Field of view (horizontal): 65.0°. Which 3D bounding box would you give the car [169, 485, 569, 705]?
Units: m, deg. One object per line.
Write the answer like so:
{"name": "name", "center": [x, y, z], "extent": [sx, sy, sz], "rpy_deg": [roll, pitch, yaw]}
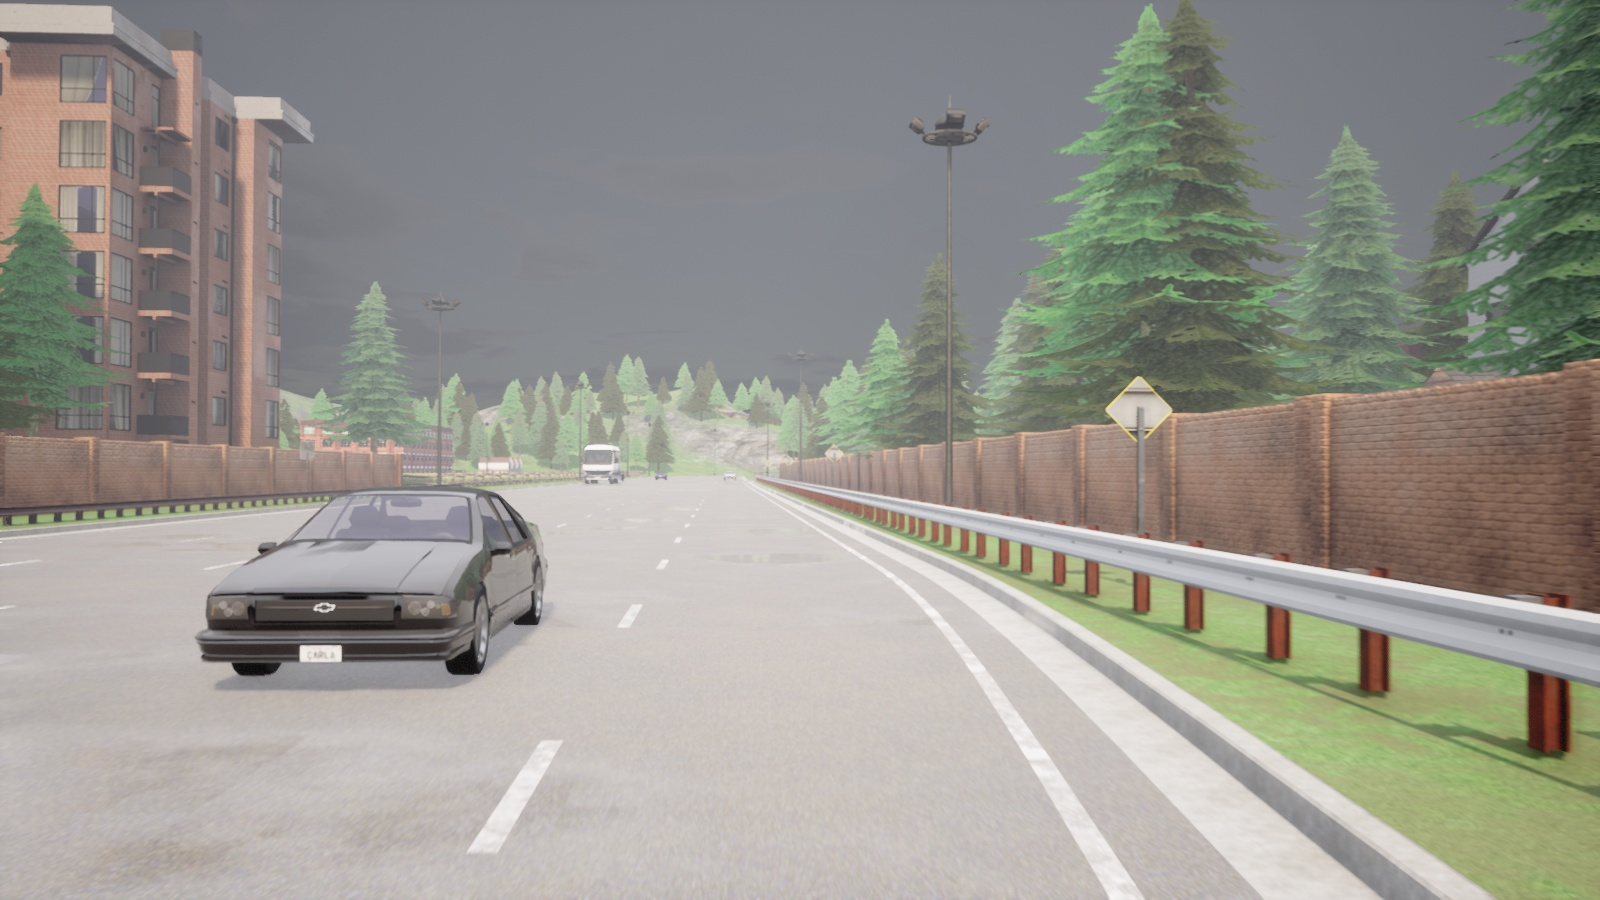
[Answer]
{"name": "car", "center": [-3.424, 1.057, 11.243], "extent": [2.033, 1.411, 5.357], "rpy_deg": [0, -1, -4]}
